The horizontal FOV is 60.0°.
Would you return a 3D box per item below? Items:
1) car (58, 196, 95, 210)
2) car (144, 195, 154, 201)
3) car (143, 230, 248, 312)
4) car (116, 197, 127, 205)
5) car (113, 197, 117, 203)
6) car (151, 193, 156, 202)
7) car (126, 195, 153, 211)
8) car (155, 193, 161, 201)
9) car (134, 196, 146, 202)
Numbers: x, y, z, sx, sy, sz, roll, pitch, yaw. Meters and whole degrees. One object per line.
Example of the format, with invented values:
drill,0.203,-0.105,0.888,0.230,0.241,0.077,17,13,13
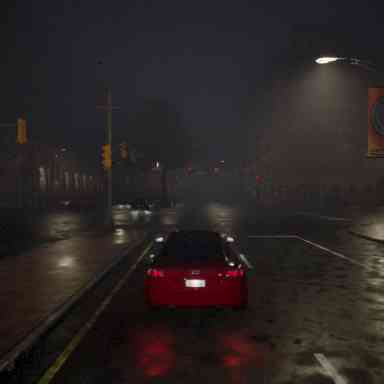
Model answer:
car,-14.725,1.352,42.498,2.097,1.767,4.553,0,0,35
car,-11.533,1.542,89.240,1.994,1.385,4.181,0,0,0
car,0.072,1.564,7.814,1.994,1.385,4.181,0,0,0
car,-11.596,1.601,59.394,1.895,1.301,4.718,0,0,0
car,-14.775,1.595,67.921,1.895,1.301,4.718,0,0,0
car,-8.097,1.504,59.876,1.837,1.490,4.892,0,0,0
car,-6.621,1.505,41.557,1.837,1.490,4.892,-1,1,-19
car,-8.028,1.225,75.068,2.150,2.045,5.566,0,0,0
car,-11.528,1.553,74.305,1.994,1.385,4.181,0,0,0
